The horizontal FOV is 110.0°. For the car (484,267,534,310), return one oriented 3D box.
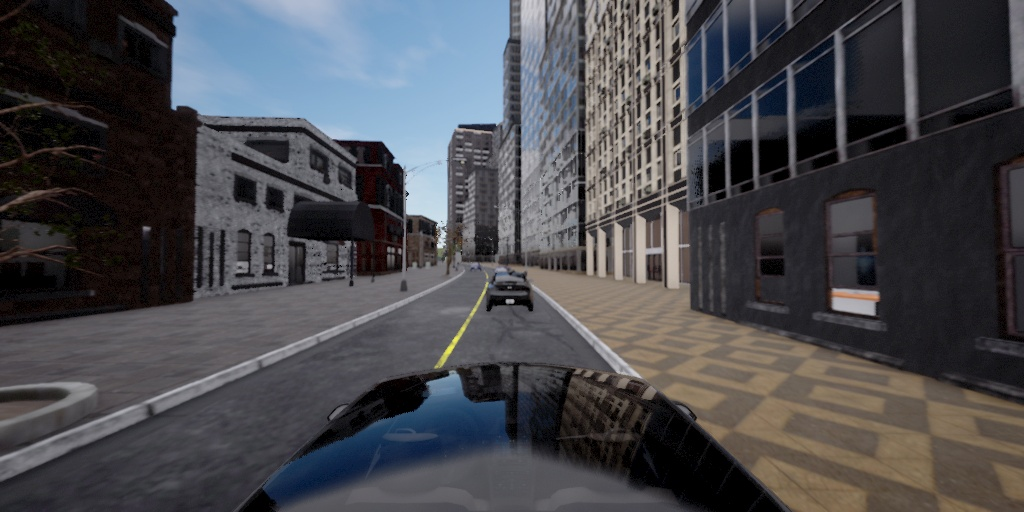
[{"bbox_3d":[-0.115,1.399,15.398,1.837,1.490,4.892,0,0,-1],"label":"car"}]

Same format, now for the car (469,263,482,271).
[{"bbox_3d":[-6.108,1.847,60.728,1.812,1.442,4.674,0,-1,-6],"label":"car"}]
